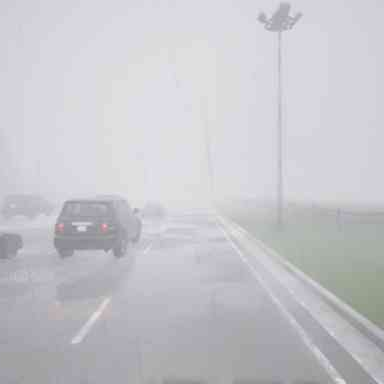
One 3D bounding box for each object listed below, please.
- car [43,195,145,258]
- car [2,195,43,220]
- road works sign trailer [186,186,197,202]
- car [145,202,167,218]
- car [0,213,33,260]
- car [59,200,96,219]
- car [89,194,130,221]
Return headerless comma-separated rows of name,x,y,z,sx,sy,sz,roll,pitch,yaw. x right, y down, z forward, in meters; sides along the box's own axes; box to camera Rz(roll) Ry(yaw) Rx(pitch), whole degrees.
car,-3.398,1.226,12.934,2.150,2.045,5.566,0,0,0
car,-13.895,1.231,28.524,2.150,2.045,5.566,0,0,0
road works sign trailer,0.012,0.487,73.758,2.380,3.560,2.880,0,0,0
car,-3.395,1.573,30.007,1.994,1.385,4.181,0,0,0
car,-6.898,1.551,9.399,2.033,1.411,5.357,0,0,0
car,-10.395,1.536,30.488,1.812,1.442,4.674,0,0,0
car,-6.895,1.231,28.572,2.150,2.045,5.566,0,0,0
